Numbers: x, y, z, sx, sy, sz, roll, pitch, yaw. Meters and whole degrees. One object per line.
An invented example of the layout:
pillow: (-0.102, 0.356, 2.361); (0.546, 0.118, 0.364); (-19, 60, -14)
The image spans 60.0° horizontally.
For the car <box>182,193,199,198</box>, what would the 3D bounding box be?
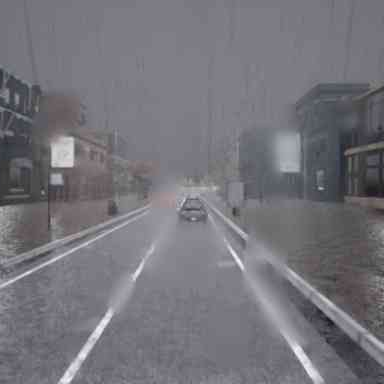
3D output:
car: (0.086, 1.194, 40.788); (2.128, 1.511, 4.902); (0, 1, 0)

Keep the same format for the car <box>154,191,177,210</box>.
car: (-3.101, 1.082, 38.340); (2.097, 1.767, 4.553); (0, 1, 0)

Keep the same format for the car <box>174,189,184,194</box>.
car: (-3.027, 0.213, 78.888); (2.150, 2.045, 5.566); (0, 0, 0)

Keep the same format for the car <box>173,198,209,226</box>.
car: (0.092, 1.385, 22.480); (2.128, 1.511, 4.902); (0, 1, 0)
